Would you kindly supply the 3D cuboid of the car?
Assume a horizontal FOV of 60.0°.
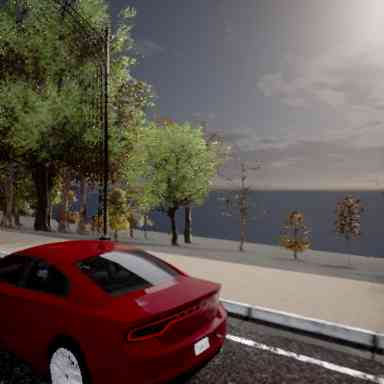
[{"bbox_3d":[-1.902,1.472,4.998,5.008,1.535,1.882,0,0,36],"label":"car"}]
